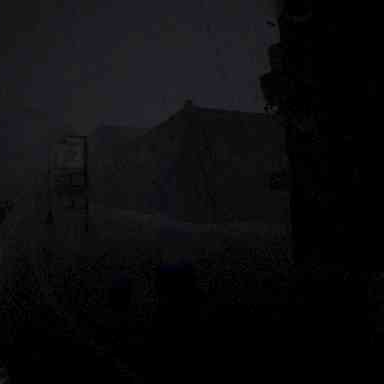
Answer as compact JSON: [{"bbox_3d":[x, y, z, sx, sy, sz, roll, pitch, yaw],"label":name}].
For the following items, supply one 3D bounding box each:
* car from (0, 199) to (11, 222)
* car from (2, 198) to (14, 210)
[{"bbox_3d":[-15.418,1.523,25.519,2.033,1.411,5.357,-1,1,-26],"label":"car"},{"bbox_3d":[-22.155,1.441,39.246,1.994,1.385,4.181,-1,1,-26],"label":"car"}]
